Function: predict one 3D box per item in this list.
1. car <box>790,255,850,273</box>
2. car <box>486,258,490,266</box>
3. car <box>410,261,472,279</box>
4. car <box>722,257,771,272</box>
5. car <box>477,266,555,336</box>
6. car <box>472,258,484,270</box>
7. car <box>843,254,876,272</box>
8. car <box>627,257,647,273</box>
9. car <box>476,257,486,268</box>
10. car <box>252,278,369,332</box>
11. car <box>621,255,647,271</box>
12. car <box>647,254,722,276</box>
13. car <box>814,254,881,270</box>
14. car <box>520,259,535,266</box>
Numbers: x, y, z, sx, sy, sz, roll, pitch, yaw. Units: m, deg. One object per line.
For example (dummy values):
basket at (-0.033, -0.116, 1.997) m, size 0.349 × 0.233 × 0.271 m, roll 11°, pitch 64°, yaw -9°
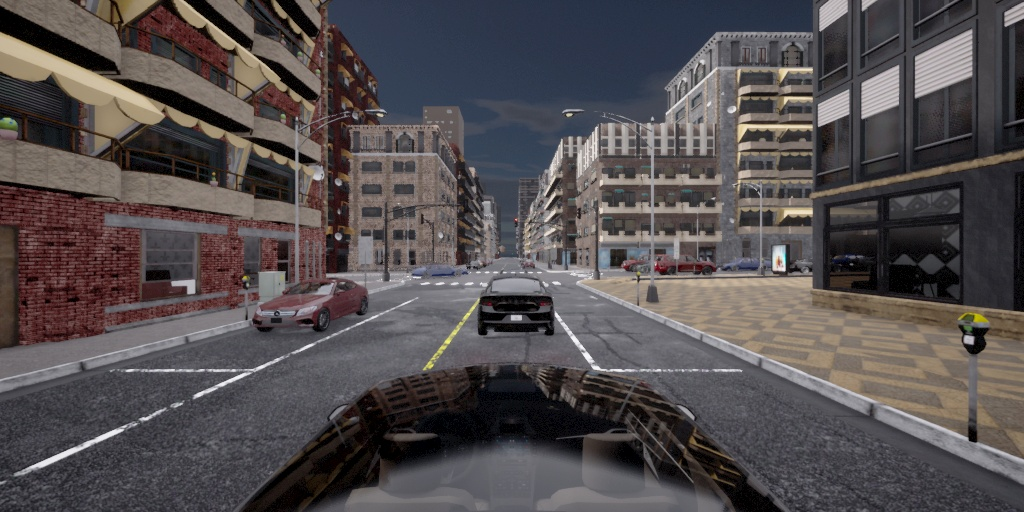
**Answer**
car at (25.811, 0.828, 30.887) m, size 4.313 × 1.339 × 1.948 m, roll 0°, pitch 0°, yaw 0°
car at (-5.672, 1.098, 64.208) m, size 2.192 × 1.841 × 5.009 m, roll 0°, pitch 0°, yaw 0°
car at (-7.013, 1.411, 34.529) m, size 5.357 × 1.411 × 2.033 m, roll -1°, pitch 0°, yaw -20°
car at (23.850, 0.836, 36.661) m, size 5.357 × 1.411 × 2.033 m, roll -1°, pitch 0°, yaw -1°
car at (0.101, 1.229, 10.478) m, size 1.882 × 1.535 × 5.008 m, roll 0°, pitch 0°, yaw 0°
car at (-5.676, 1.340, 52.843) m, size 1.948 × 1.339 × 4.313 m, roll 0°, pitch 0°, yaw 0°
car at (31.359, 0.723, 30.934) m, size 4.313 × 1.339 × 1.948 m, roll 0°, pitch 0°, yaw 0°
car at (14.455, 1.028, 36.581) m, size 4.181 × 1.385 × 1.994 m, roll -1°, pitch 0°, yaw -1°
car at (-5.674, 1.304, 58.356) m, size 1.751 × 1.417 × 4.829 m, roll 0°, pitch 0°, yaw 0°
car at (-5.739, 1.334, 10.820) m, size 1.802 × 1.307 × 4.207 m, roll 0°, pitch 0°, yaw 0°
car at (14.586, 0.771, 39.173) m, size 5.009 × 1.841 × 2.192 m, roll 0°, pitch 0°, yaw 0°
car at (14.718, 0.784, 30.794) m, size 5.009 × 1.841 × 2.192 m, roll 0°, pitch 0°, yaw 0°
car at (34.286, 0.569, 36.737) m, size 5.008 × 1.535 × 1.882 m, roll -1°, pitch 0°, yaw 0°
car at (2.706, 1.219, 58.525) m, size 1.967 × 1.591 × 4.097 m, roll 0°, pitch 0°, yaw 0°
